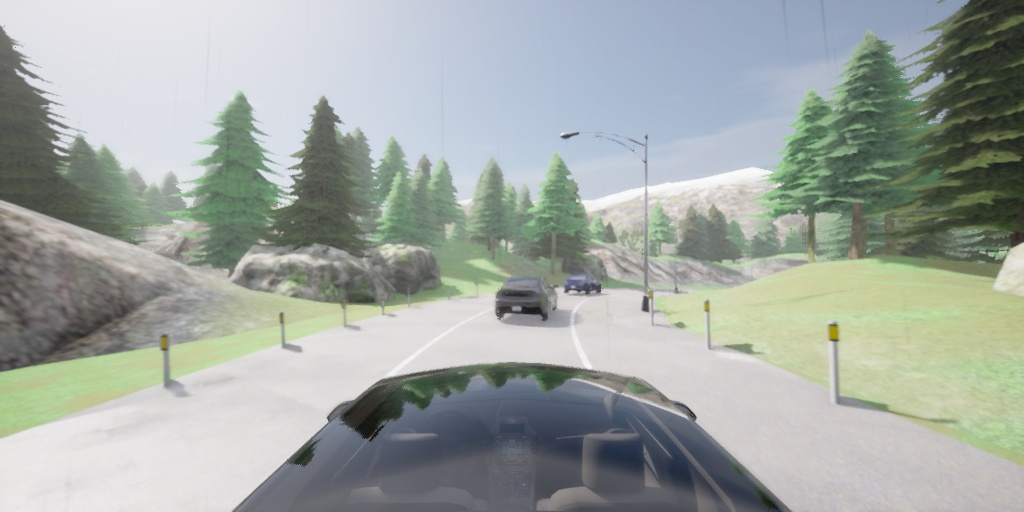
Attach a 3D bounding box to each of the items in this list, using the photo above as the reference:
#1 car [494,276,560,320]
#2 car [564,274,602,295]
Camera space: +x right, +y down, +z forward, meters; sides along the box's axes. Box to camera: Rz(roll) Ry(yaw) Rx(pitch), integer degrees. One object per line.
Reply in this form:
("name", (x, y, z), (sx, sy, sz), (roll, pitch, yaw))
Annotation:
("car", (0.670, 1.500, 13.857), (1.837, 1.490, 4.892), (0, -1, 12))
("car", (5.370, 2.114, 26.999), (1.812, 1.442, 4.674), (0, -3, 29))
